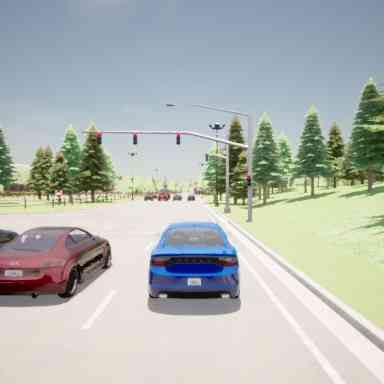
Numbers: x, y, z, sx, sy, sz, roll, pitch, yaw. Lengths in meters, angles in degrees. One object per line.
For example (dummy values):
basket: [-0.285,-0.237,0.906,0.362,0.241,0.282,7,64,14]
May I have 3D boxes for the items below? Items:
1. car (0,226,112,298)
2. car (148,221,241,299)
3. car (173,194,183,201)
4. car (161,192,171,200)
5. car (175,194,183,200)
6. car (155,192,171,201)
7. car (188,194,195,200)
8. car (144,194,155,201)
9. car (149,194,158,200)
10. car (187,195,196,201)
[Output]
car: [-3.455,1.564,8.537,1.994,1.385,4.181,0,0,1]
car: [0.052,1.478,8.510,1.882,1.535,5.008,0,0,0]
car: [-3.674,1.345,82.760,2.097,1.767,4.553,0,0,0]
car: [-7.195,1.056,92.849,2.150,2.045,5.566,0,0,0]
car: [-3.695,1.384,92.826,1.994,1.385,4.181,0,0,0]
car: [-7.173,1.216,82.429,2.150,2.045,5.566,0,0,0]
car: [-0.195,1.384,92.833,1.994,1.385,4.181,0,0,0]
car: [-10.673,1.491,82.392,1.837,1.490,4.892,0,0,0]
car: [-10.695,1.331,92.811,1.837,1.490,4.892,0,0,0]
car: [-0.173,1.468,82.414,1.882,1.535,5.008,0,0,0]
